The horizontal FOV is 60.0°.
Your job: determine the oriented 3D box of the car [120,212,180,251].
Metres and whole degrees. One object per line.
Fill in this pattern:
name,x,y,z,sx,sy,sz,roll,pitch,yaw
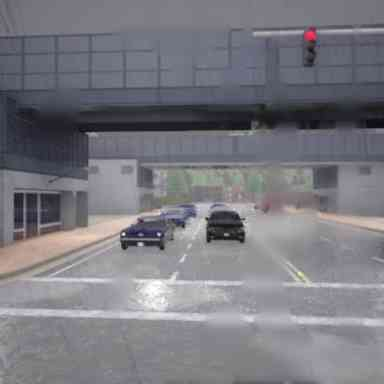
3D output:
car,-1.902,1.825,15.570,1.895,1.301,4.718,0,-1,4

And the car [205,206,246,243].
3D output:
car,1.765,1.734,17.836,1.882,1.535,5.008,0,-1,4

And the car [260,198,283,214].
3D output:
car,10.823,1.861,44.850,2.150,2.045,5.566,0,-1,6

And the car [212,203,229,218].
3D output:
car,3.132,2.035,37.134,1.837,1.490,4.892,0,-1,4

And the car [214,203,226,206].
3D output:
car,2.425,1.867,27.215,1.882,1.535,5.008,0,-1,4

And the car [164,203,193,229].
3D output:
car,-1.244,1.835,24.944,1.882,1.535,5.008,0,-1,4

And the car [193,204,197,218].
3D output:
car,-0.451,1.993,36.084,1.882,1.535,5.008,0,-1,4

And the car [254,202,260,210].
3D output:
car,11.519,2.353,55.381,1.994,1.385,4.181,0,-1,4
